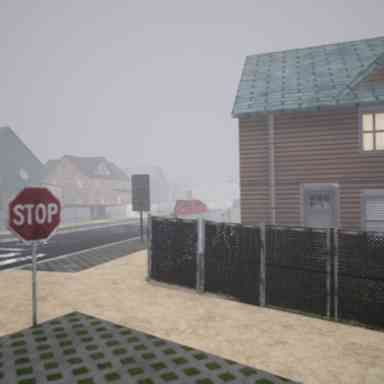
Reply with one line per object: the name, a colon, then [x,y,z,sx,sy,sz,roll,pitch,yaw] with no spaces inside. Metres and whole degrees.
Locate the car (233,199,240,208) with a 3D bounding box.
car: [8.684,2.277,59.518,2.150,2.045,5.566,-1,-1,17]

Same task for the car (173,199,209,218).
car: [0.007,1.719,31.546,2.150,2.045,5.566,-1,-1,17]
